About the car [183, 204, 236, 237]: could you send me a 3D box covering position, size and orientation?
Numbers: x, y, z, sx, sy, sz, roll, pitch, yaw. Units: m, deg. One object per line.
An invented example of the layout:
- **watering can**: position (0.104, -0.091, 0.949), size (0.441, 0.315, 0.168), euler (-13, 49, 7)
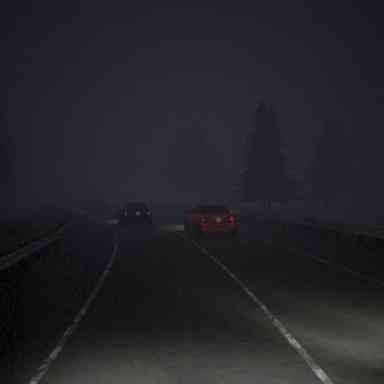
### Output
- **car**: position (0.879, 1.467, 19.188), size (2.097, 1.767, 4.553), euler (0, 0, -13)

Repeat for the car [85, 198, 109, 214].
- **car**: position (-11.578, 1.632, 40.348), size (2.097, 1.767, 4.553), euler (0, 0, -30)

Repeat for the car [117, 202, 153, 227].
- **car**: position (-4.292, 1.512, 24.376), size (2.097, 1.767, 4.553), euler (0, 0, -18)
